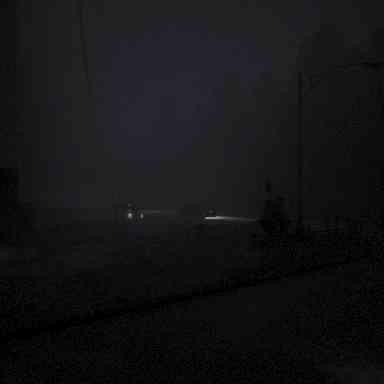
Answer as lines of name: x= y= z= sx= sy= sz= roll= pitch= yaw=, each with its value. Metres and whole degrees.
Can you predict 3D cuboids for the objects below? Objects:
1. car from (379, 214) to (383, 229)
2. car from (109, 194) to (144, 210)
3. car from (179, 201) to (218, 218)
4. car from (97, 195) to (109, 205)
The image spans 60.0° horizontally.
car: x=12.001 y=1.525 z=16.608 sx=4.674 sy=1.442 sz=1.812 roll=0 pitch=1 yaw=37
car: x=-8.302 y=1.223 z=43.168 sx=2.150 sy=2.045 sz=5.566 roll=0 pitch=0 yaw=-35
car: x=0.533 y=1.564 z=30.831 sx=1.994 sy=1.385 sz=4.181 roll=0 pitch=0 yaw=-36
car: x=-15.753 y=1.351 z=60.747 sx=2.097 sy=1.767 sz=4.553 roll=0 pitch=0 yaw=-36
